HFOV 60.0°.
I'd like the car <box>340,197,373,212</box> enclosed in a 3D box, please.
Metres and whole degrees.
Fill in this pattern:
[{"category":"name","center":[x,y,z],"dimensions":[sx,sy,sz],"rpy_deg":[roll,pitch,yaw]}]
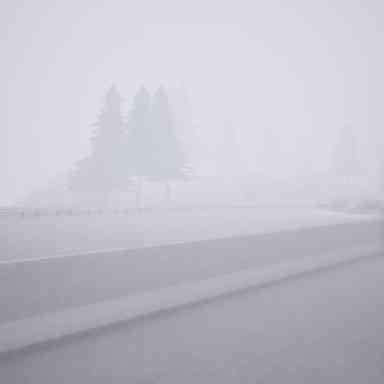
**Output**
[{"category":"car","center":[18.459,1.320,35.150],"dimensions":[4.902,1.511,2.128],"rpy_deg":[1,1,-29]}]

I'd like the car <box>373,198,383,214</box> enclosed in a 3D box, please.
[{"category":"car","center":[20.256,1.387,32.148],"dimensions":[4.902,1.511,2.128],"rpy_deg":[1,1,-28]}]

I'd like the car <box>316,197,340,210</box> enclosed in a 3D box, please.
[{"category":"car","center":[16.674,1.308,38.162],"dimensions":[5.357,1.411,2.033],"rpy_deg":[1,1,-29]}]
